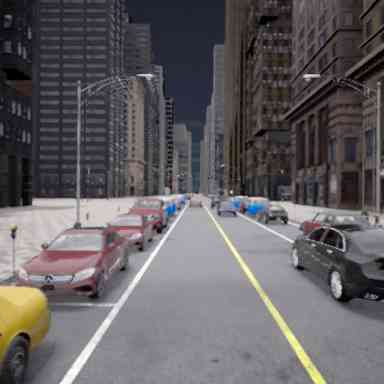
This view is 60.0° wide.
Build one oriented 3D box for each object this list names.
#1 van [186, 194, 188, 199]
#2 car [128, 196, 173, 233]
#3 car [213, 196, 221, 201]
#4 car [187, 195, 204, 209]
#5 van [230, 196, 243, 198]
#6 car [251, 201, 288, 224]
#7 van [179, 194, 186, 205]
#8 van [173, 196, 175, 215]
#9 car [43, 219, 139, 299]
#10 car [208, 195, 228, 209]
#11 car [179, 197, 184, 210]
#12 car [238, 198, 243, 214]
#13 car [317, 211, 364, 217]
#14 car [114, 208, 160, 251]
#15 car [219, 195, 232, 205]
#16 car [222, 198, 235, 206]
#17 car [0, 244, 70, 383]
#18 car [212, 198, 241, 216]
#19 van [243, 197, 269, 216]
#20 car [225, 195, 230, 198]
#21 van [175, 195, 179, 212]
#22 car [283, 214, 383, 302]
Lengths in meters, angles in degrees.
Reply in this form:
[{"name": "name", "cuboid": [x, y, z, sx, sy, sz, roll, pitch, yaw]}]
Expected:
[{"name": "van", "cuboid": [-2.070, 1.409, 59.448, 1.690, 1.788, 3.998, 0, 0, 1]}, {"name": "car", "cuboid": [-2.546, 1.319, 19.709, 2.192, 1.841, 5.009, 0, 0, 1]}, {"name": "car", "cuboid": [6.844, 1.750, 92.004, 2.008, 1.369, 4.403, 0, 0, 1]}, {"name": "car", "cuboid": [0.555, 1.596, 47.877, 1.812, 1.442, 4.674, 0, 0, 1]}, {"name": "van", "cuboid": [6.250, 1.448, 42.324, 1.690, 1.788, 3.998, 0, 0, 1]}, {"name": "car", "cuboid": [6.045, 1.631, 25.293, 2.008, 1.369, 4.403, 0, 0, 1]}, {"name": "van", "cuboid": [-2.206, 1.390, 48.094, 1.690, 1.788, 3.998, 0, 0, 1]}, {"name": "van", "cuboid": [-2.478, 1.354, 25.386, 1.690, 1.788, 3.998, 0, 0, 1]}, {"name": "car", "cuboid": [-2.684, 1.571, 8.355, 1.802, 1.307, 4.206, 0, 0, 1]}, {"name": "car", "cuboid": [3.548, 1.599, 46.884, 1.837, 1.490, 4.892, 0, 0, 1]}, {"name": "car", "cuboid": [-2.275, 1.621, 42.417, 1.802, 1.307, 4.206, 0, 0, 1]}, {"name": "car", "cuboid": [6.181, 1.643, 36.647, 1.887, 1.381, 4.507, 0, 0, 1]}, {"name": "car", "cuboid": [5.909, 1.505, 13.938, 1.967, 1.590, 4.097, 0, 0, 1]}, {"name": "car", "cuboid": [-2.616, 1.579, 14.032, 1.802, 1.307, 4.206, 0, 0, 1]}, {"name": "car", "cuboid": [6.523, 1.462, 65.033, 2.192, 1.841, 5.009, 0, 0, 1]}, {"name": "car", "cuboid": [6.453, 1.718, 59.356, 1.802, 1.307, 4.206, 0, 0, 1]}, {"name": "car", "cuboid": [-2.754, 1.507, 2.507, 1.752, 1.417, 4.829, 0, 0, 1]}, {"name": "car", "cuboid": [3.453, 1.620, 34.118, 2.033, 1.411, 5.357, 0, 0, 1]}, {"name": "van", "cuboid": [6.114, 1.430, 30.970, 1.690, 1.788, 3.998, 0, 0, 1]}, {"name": "car", "cuboid": [6.386, 1.567, 53.678, 1.967, 1.590, 4.097, 0, 0, 1]}, {"name": "van", "cuboid": [-2.410, 1.362, 31.063, 1.690, 1.788, 3.998, 0, 0, 1]}, {"name": "car", "cuboid": [3.916, 1.548, 8.307, 1.837, 1.490, 4.892, 1, 0, 1]}]
